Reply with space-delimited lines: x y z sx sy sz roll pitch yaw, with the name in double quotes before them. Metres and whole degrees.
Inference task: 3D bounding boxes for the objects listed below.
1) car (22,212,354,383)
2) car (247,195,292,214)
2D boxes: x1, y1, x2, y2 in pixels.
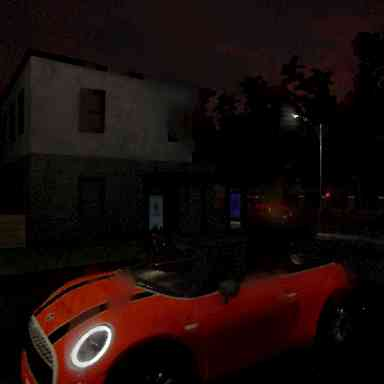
"car" 0.204 1.352 4.642 4.553 1.767 2.097 0 0 -35
"car" 4.057 1.221 22.308 2.150 2.045 5.566 0 0 -35
